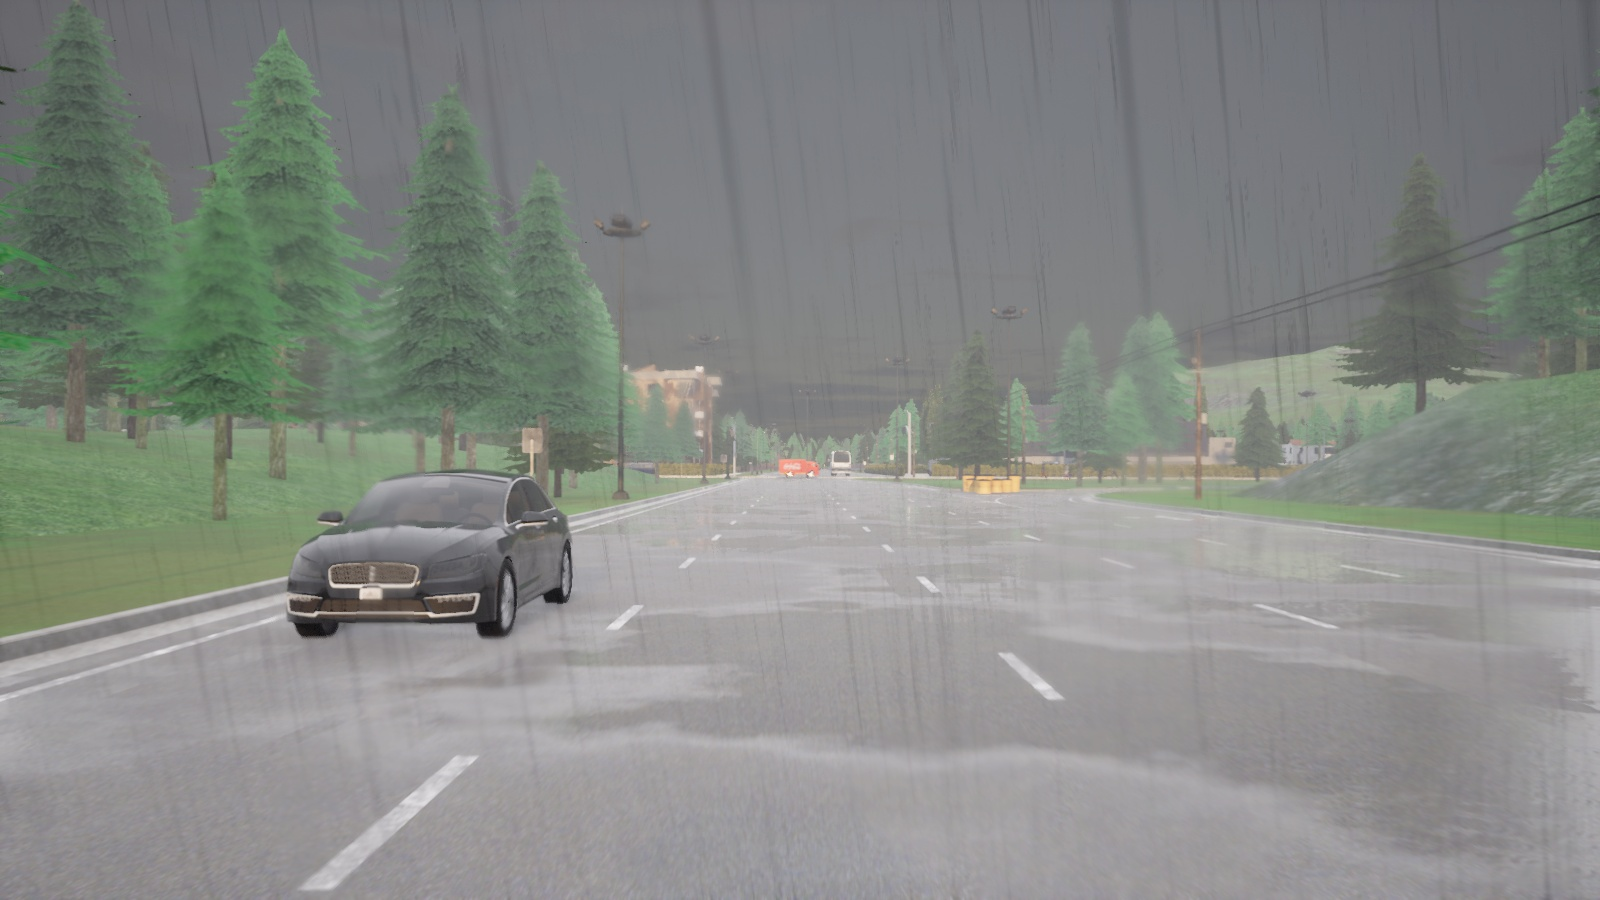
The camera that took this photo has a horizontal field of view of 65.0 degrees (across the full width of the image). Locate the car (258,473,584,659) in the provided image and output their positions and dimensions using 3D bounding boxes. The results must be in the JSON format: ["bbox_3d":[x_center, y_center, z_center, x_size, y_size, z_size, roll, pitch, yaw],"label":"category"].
[{"bbox_3d":[-3.529,0.996,12.746,1.837,1.490,4.892,0,-1,0],"label":"car"}]
